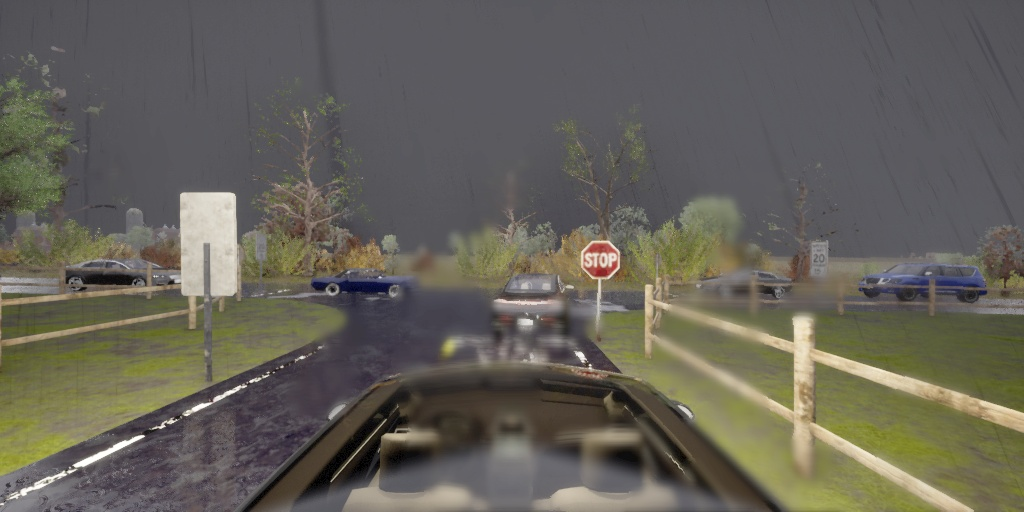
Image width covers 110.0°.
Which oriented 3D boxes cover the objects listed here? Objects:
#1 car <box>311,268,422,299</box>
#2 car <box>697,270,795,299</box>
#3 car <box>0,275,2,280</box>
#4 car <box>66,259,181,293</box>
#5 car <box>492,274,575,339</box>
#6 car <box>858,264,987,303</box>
[{"bbox_3d":[-6.813,1.249,17.201,4.718,1.301,1.895,1,1,0],"label":"car"},{"bbox_3d":[13.015,1.526,20.116,4.902,1.511,2.128,1,1,0],"label":"car"},{"bbox_3d":[-27.784,0.718,17.238,4.674,1.442,1.812,1,1,0],"label":"car"},{"bbox_3d":[-18.481,0.886,17.225,4.902,1.511,2.128,1,1,0],"label":"car"},{"bbox_3d":[0.711,1.240,10.165,2.128,1.511,4.902,0,0,9],"label":"car"},{"bbox_3d":[22.910,1.467,20.099,5.566,2.045,2.150,1,1,0],"label":"car"}]
